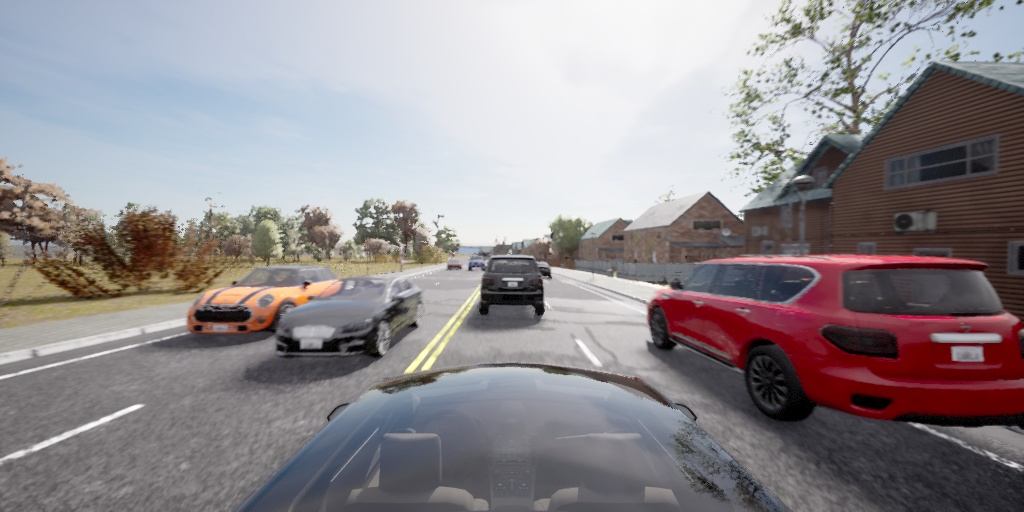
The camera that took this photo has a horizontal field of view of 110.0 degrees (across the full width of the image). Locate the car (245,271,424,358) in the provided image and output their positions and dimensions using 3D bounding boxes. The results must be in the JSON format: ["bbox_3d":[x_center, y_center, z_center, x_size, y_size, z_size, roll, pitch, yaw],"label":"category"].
[{"bbox_3d":[-3.410,1.221,8.491,2.128,1.511,4.902,0,0,-1],"label":"car"}]

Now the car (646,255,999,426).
[{"bbox_3d":[4.213,1.007,6.024,2.150,2.045,5.566,0,0,-1],"label":"car"}]

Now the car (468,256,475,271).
[{"bbox_3d":[-4.868,0.974,49.711,2.150,2.045,5.566,0,0,-3],"label":"car"}]

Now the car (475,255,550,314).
[{"bbox_3d":[-0.033,0.977,13.878,2.150,2.045,5.566,0,0,-1],"label":"car"}]

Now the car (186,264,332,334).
[{"bbox_3d":[-6.690,1.060,10.415,2.097,1.767,4.553,0,0,-1],"label":"car"}]

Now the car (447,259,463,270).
[{"bbox_3d":[-8.269,1.214,52.140,1.882,1.535,5.008,0,0,-3],"label":"car"}]
